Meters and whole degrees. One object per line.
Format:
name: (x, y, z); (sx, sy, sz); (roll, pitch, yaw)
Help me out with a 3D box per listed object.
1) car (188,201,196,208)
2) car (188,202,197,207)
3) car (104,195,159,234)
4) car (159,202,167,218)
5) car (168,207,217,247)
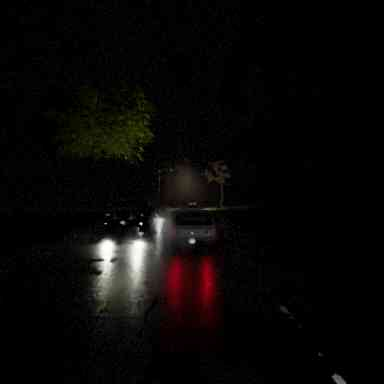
car: (0.071, 3.141, 82.671); (1.882, 1.535, 5.008); (0, -2, 0)
car: (0.062, 2.905, 72.637); (1.994, 1.385, 4.181); (0, -2, 0)
car: (-3.493, 1.207, 19.608); (2.150, 2.045, 5.566); (0, 0, 0)
car: (-3.498, 1.599, 30.970); (1.812, 1.442, 4.674); (0, -1, 1)
car: (0.012, 1.582, 14.899); (1.895, 1.301, 4.718); (0, 0, 0)
